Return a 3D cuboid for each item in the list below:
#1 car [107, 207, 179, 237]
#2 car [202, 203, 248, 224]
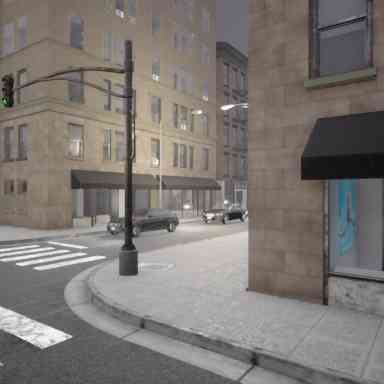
[{"bbox_3d":[-2.612,1.620,18.829,1.812,1.442,4.674,0,0,37],"label":"car"},{"bbox_3d":[2.695,1.641,26.299,2.128,1.511,4.902,0,0,35],"label":"car"}]
